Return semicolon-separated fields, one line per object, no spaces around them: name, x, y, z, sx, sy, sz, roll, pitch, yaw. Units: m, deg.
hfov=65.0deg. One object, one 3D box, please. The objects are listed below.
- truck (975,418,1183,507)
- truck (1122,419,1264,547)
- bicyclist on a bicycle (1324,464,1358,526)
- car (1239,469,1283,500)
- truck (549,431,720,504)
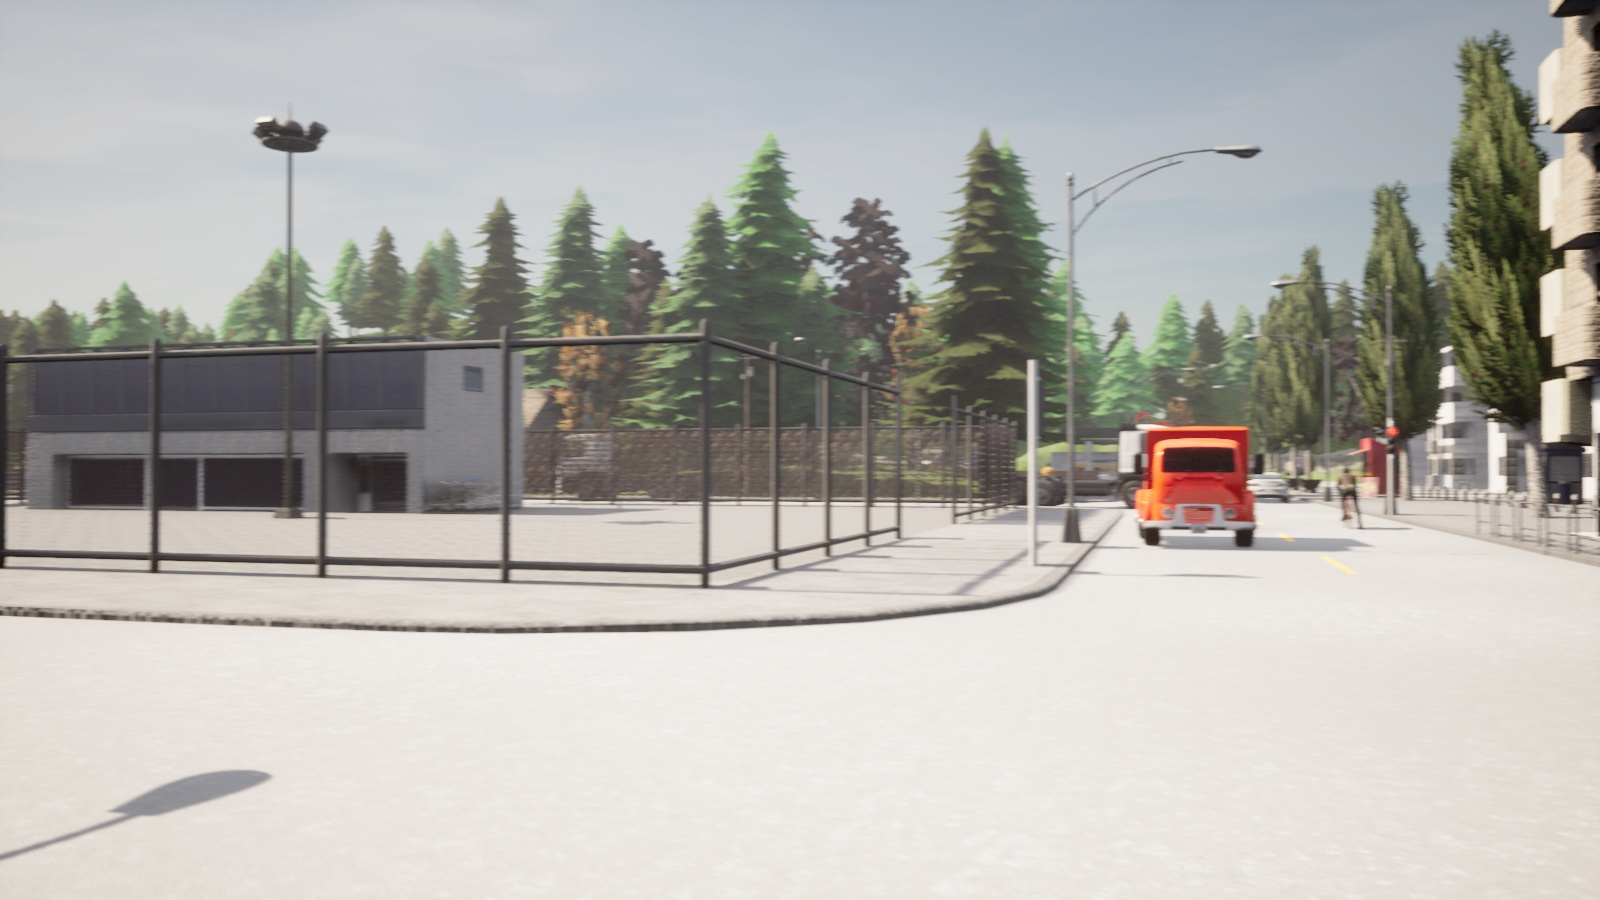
truck;11.512;0.566;51.883;7.936;3.462;2.891;-1;-1;24
truck;8.423;0.692;27.146;2.627;2.467;5.204;-1;-1;16
bicyclist on a bicycle;14.374;1.184;33.386;0.582;1.620;1.656;-1;-1;16
car;22.268;1.630;60.779;1.812;1.442;4.674;-1;-1;17
truck;-8.218;0.892;62.504;7.936;3.462;2.891;-1;-1;16
